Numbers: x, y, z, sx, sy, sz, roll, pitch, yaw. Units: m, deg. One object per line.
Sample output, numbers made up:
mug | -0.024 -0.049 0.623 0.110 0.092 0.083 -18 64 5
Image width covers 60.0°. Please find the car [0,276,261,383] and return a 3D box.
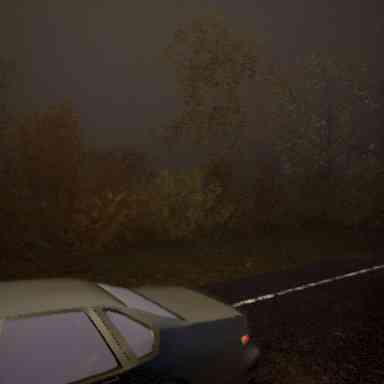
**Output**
car | -1.829 1.547 2.687 5.357 1.411 2.033 0 0 -36
